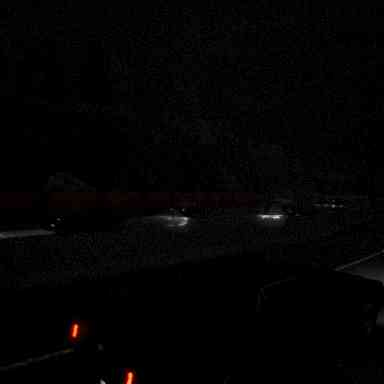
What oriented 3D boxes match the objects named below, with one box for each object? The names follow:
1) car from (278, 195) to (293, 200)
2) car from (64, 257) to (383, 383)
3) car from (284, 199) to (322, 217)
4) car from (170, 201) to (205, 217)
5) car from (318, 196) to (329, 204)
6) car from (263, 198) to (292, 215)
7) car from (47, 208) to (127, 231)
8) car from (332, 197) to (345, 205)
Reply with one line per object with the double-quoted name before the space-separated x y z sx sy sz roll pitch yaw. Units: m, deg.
"car" 15.395 1.544 55.589 2.150 2.045 5.566 0 0 28
"car" 0.874 1.628 4.710 4.718 1.301 1.895 0 0 -39
"car" 11.045 1.741 32.729 2.033 1.411 5.357 0 0 30
"car" -0.330 1.707 34.339 1.812 1.442 4.674 0 0 33
"car" 29.393 1.741 74.448 2.097 1.767 4.553 0 0 28
"car" 9.366 1.717 36.880 1.837 1.490 4.892 0 0 29
"car" -6.713 1.703 21.436 4.718 1.301 1.895 0 0 -43
"car" 30.214 1.768 68.512 2.097 1.767 4.553 0 0 28
